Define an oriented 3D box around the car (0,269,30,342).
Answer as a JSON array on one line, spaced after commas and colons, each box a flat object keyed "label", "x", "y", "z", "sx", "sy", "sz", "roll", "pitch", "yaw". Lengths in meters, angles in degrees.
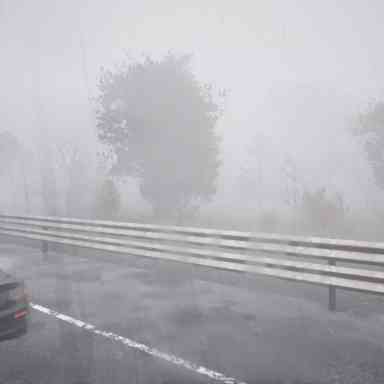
[{"label": "car", "x": -4.398, "y": 1.527, "z": 5.337, "sx": 4.674, "sy": 1.442, "sz": 1.812, "roll": 0, "pitch": 0, "yaw": 36}]
